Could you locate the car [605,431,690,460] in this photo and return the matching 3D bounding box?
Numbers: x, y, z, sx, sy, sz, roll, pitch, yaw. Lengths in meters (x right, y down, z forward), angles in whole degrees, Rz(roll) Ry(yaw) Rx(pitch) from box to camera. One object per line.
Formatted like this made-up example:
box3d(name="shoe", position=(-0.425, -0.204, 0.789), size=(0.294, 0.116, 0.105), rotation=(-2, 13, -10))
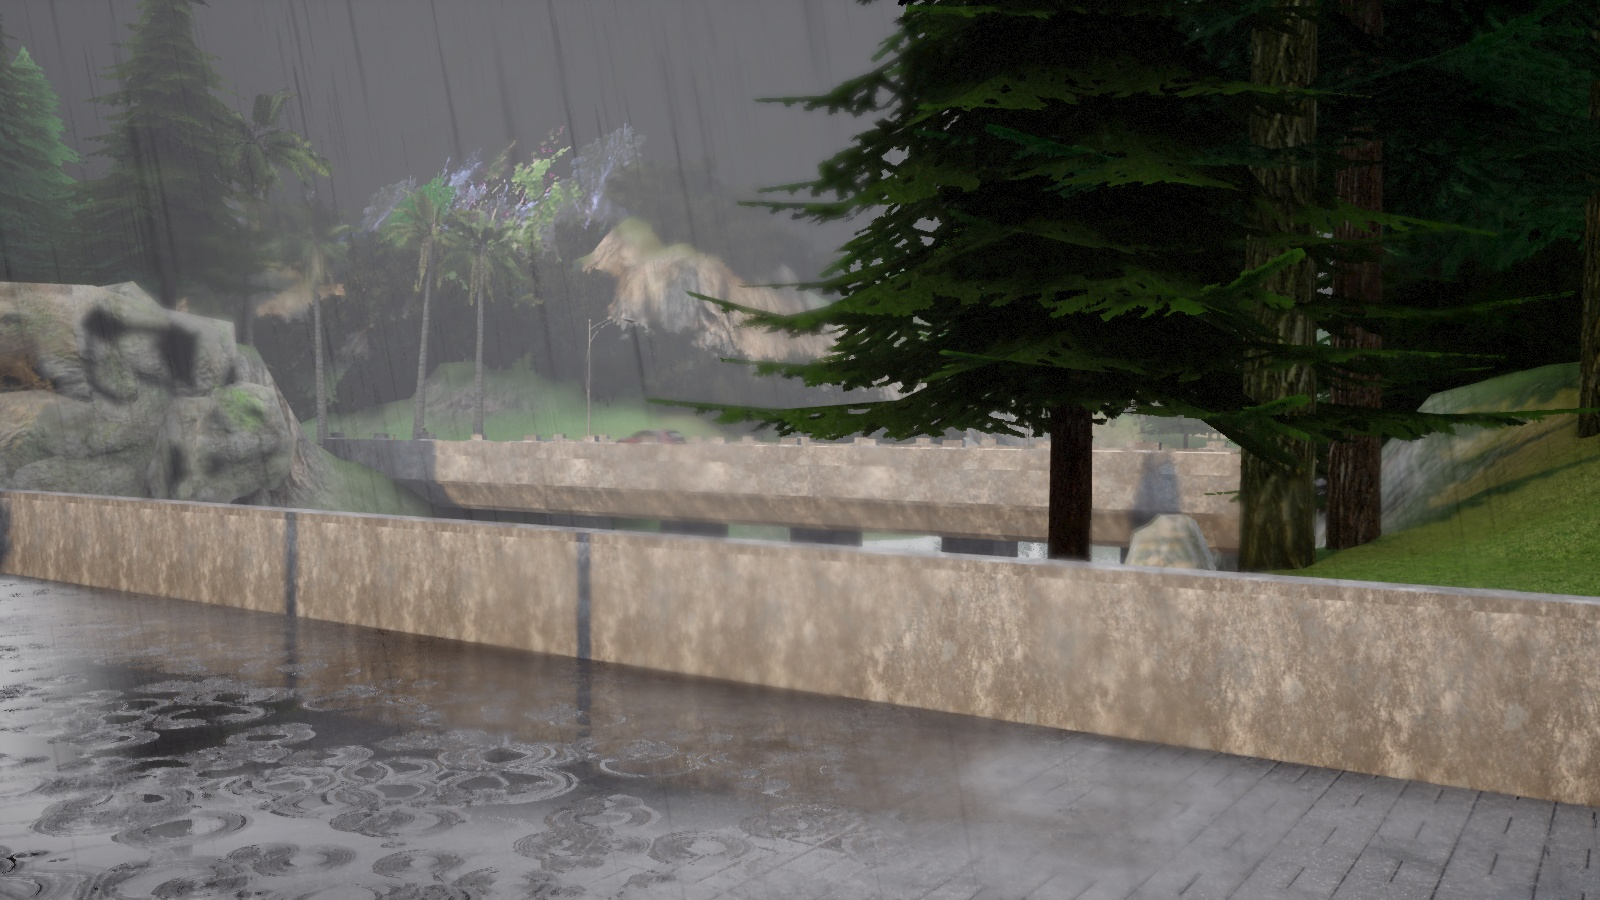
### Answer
box3d(name="car", position=(-9.132, -0.278, 74.888), size=(4.856, 1.649, 2.033), rotation=(0, 1, 34))
